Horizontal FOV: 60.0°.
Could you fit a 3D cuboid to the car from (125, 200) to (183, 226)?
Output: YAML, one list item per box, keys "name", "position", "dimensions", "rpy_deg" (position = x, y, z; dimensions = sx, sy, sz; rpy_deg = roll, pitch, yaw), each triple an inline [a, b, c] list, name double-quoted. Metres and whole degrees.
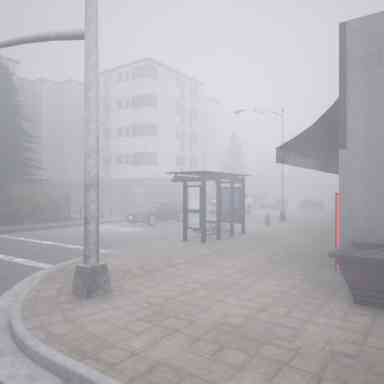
- name: "car"
  position: [-2.296, 1.328, 22.154]
  dimensions: [1.837, 1.490, 4.892]
  rpy_deg: [0, 0, 36]

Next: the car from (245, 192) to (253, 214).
- name: "car"
  position: [3.589, 1.045, 30.337]
  dimensions: [2.150, 2.045, 5.566]
  rpy_deg: [0, 0, 36]

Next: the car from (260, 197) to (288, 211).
- name: "car"
  position: [9.530, 1.301, 38.553]
  dimensions: [1.882, 1.535, 5.008]
  rpy_deg: [0, 0, 36]

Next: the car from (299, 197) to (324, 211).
- name: "car"
  position: [13.761, 1.329, 38.183]
  dimensions: [1.837, 1.490, 4.892]
  rpy_deg: [0, 0, 36]
